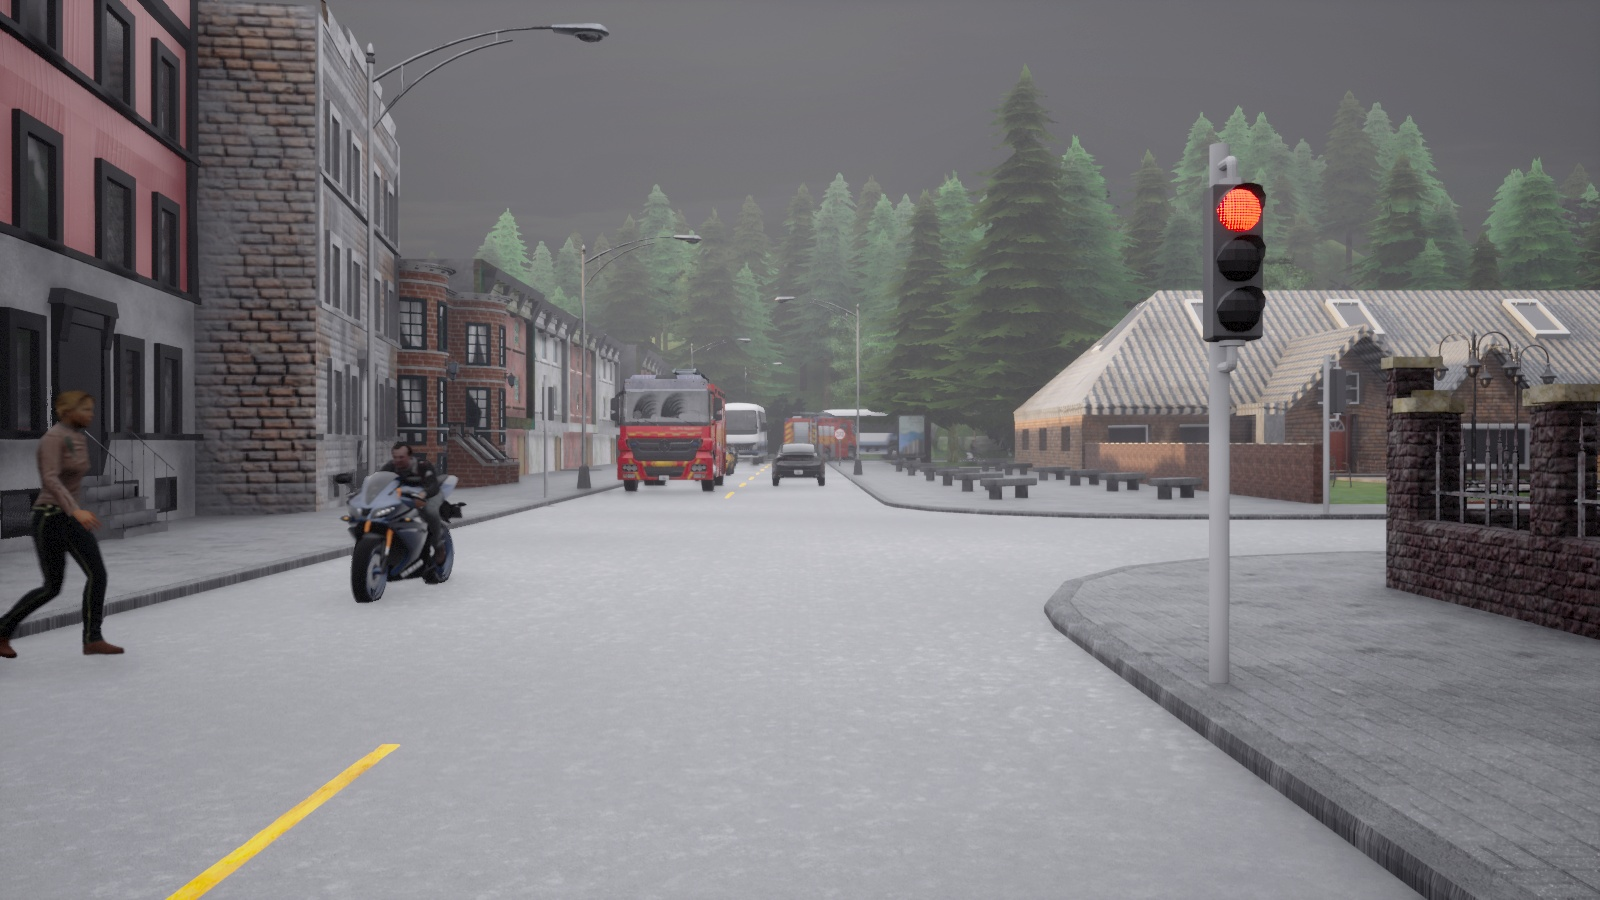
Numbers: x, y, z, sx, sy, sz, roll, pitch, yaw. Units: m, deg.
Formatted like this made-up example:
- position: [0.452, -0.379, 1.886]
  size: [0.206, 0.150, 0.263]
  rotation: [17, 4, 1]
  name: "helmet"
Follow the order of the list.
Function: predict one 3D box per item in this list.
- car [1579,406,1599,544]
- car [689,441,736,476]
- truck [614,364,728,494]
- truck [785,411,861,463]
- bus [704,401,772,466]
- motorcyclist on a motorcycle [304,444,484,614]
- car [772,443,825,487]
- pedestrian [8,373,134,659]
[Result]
- position: [14.694, 0.375, 18.153]
  size: [5.566, 2.045, 2.150]
  rotation: [0, 0, -1]
  name: "car"
- position: [-4.051, 0.349, 58.865]
  size: [1.801, 1.575, 5.366]
  rotation: [0, 0, 0]
  name: "car"
- position: [-4.048, -0.654, 41.252]
  size: [2.891, 3.827, 8.468]
  rotation: [0, 0, 0]
  name: "truck"
- position: [1.889, -0.962, 97.304]
  size: [2.891, 3.827, 8.468]
  rotation: [0, 0, 23]
  name: "truck"
- position: [-4.191, -1.129, 88.027]
  size: [3.944, 4.253, 10.273]
  rotation: [0, 0, 2]
  name: "bus"
- position: [-3.977, 0.708, 12.527]
  size: [0.866, 1.530, 2.191]
  rotation: [1, 0, 6]
  name: "motorcyclist on a motorcycle"
- position: [-0.054, 0.495, 45.488]
  size: [1.837, 1.490, 4.892]
  rotation: [0, 0, 0]
  name: "car"
- position: [-4.804, 0.425, 8.291]
  size: [0.634, 1.846, 0.331]
  rotation: [0, 0, -2]
  name: "pedestrian"
